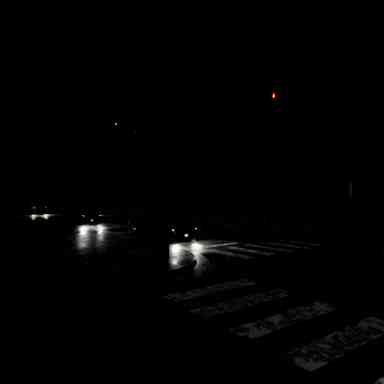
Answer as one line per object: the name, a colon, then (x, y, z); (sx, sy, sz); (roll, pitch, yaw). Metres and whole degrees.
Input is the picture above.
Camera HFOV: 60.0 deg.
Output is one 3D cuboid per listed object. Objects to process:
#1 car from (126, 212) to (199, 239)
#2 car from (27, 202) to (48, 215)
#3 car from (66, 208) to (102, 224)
car: (-1.842, 1.814, 18.686); (2.033, 1.411, 5.357); (0, -1, -36)
car: (-21.688, 2.215, 46.756); (2.097, 1.767, 4.553); (0, -1, -35)
car: (-9.628, 2.101, 29.630); (1.895, 1.301, 4.718); (0, -1, -35)
